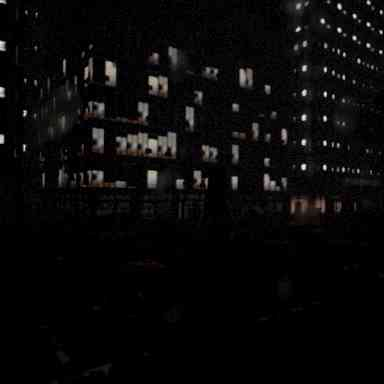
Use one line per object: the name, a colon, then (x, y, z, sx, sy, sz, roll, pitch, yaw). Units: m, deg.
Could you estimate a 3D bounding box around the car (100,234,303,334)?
car: (0.397, 1.600, 6.843, 4.507, 1.381, 1.887, 1, -1, -35)
